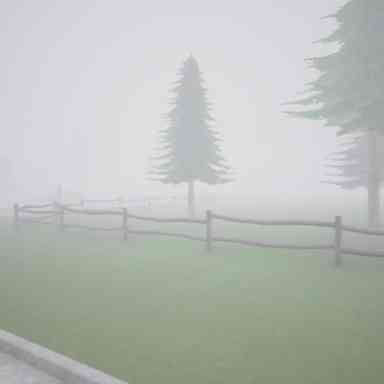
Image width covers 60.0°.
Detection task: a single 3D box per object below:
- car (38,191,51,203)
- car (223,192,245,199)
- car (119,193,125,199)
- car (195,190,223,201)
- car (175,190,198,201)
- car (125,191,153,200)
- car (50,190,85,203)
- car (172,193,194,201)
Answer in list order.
[{"bbox_3d":[-21.534,0.684,52.866,2.150,2.045,5.566,0,1,33],"label":"car"},{"bbox_3d":[8.425,0.737,65.065,2.033,1.411,5.357,0,1,34],"label":"car"},{"bbox_3d":[-12.530,0.627,66.932,2.097,1.767,4.553,0,1,33],"label":"car"},{"bbox_3d":[2.951,0.877,56.648,1.994,1.385,4.181,0,1,33],"label":"car"},{"bbox_3d":[-0.413,0.816,57.911,1.837,1.490,4.892,0,1,33],"label":"car"},{"bbox_3d":[-9.822,0.828,64.692,2.033,1.411,5.357,0,1,33],"label":"car"},{"bbox_3d":[-18.654,0.825,50.895,2.097,1.767,4.553,0,1,33],"label":"car"},{"bbox_3d":[-1.611,0.827,62.523,1.994,1.385,4.181,0,1,34],"label":"car"}]
